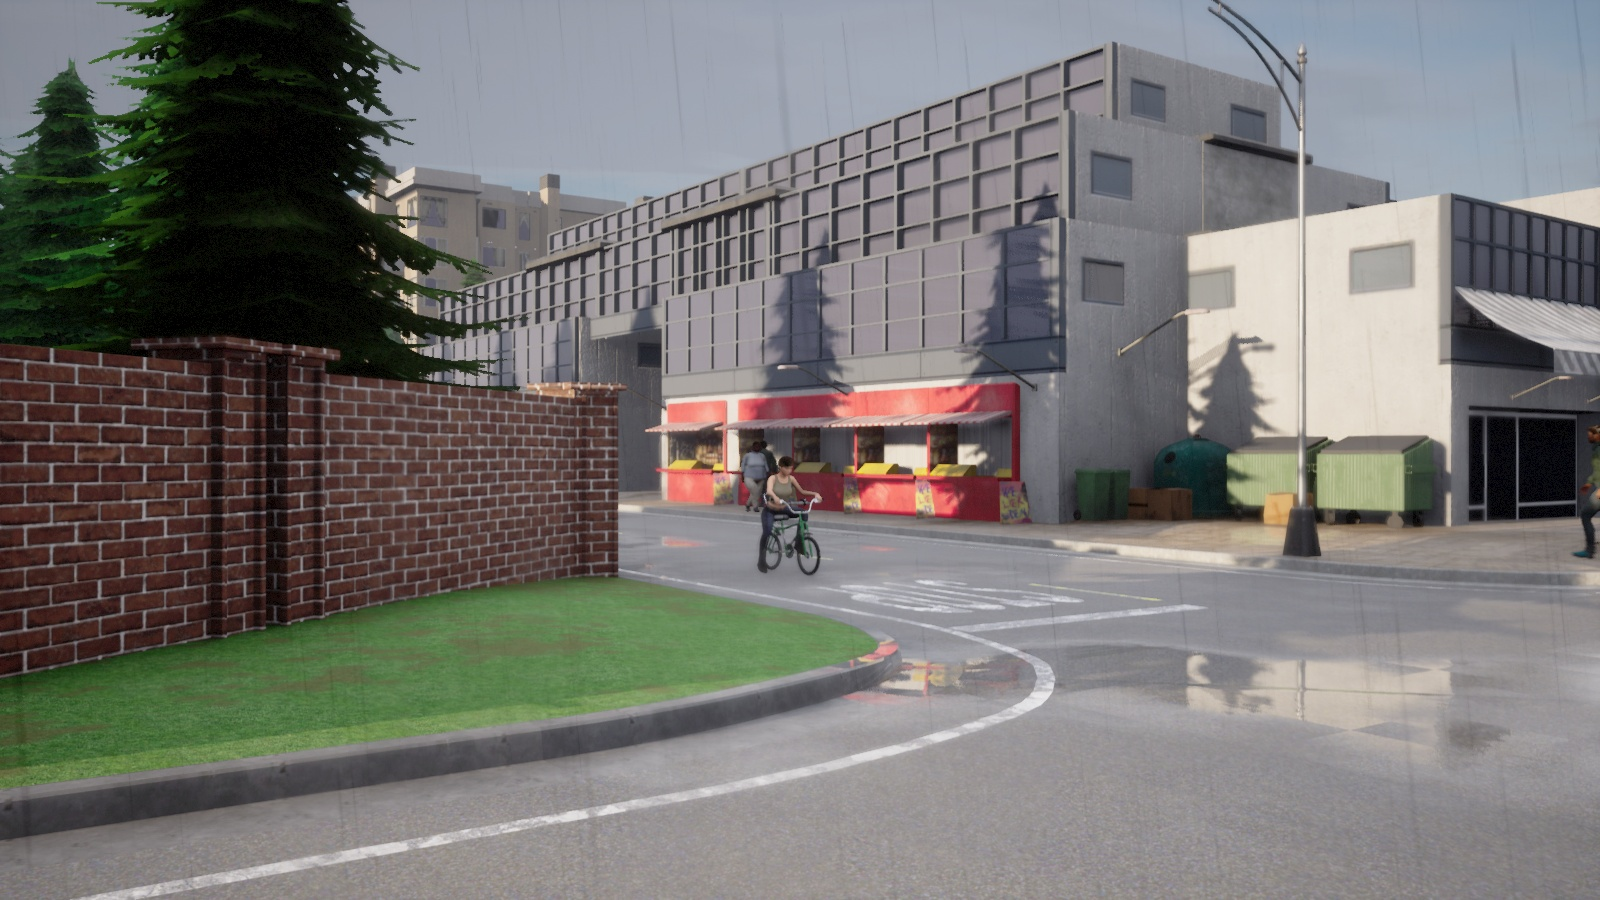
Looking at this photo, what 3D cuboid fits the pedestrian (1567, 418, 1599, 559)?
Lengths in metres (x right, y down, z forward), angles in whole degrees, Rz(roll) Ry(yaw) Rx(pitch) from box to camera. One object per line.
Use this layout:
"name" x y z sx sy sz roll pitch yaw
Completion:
"pedestrian" 10.577 0.505 16.677 0.614 1.847 0.353 0 0 41

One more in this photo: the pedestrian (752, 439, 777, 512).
"pedestrian" -0.910 0.649 32.052 0.353 1.847 0.614 0 0 -35

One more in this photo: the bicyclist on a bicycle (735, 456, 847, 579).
"bicyclist on a bicycle" -0.142 0.893 17.330 0.866 1.612 1.509 0 0 -33

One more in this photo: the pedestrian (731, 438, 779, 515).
"pedestrian" -1.123 0.648 31.073 0.874 1.855 0.900 0 0 -27
